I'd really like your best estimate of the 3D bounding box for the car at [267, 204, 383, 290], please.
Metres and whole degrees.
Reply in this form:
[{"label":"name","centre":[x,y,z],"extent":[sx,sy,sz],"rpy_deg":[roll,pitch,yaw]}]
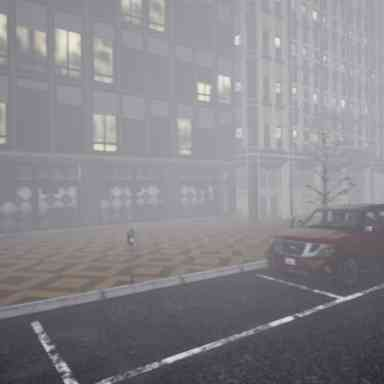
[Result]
[{"label":"car","centre":[4.326,1.284,9.199],"extent":[5.009,1.841,2.192],"rpy_deg":[0,-1,-35]}]
